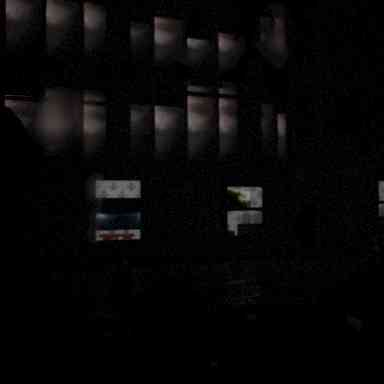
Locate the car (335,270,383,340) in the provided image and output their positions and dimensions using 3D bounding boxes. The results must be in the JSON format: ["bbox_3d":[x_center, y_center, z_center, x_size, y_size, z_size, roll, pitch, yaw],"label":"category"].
[{"bbox_3d":[4.707,1.705,5.873,4.313,1.339,1.947,0,-2,-14],"label":"car"}]
